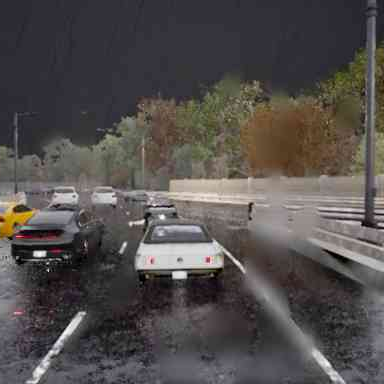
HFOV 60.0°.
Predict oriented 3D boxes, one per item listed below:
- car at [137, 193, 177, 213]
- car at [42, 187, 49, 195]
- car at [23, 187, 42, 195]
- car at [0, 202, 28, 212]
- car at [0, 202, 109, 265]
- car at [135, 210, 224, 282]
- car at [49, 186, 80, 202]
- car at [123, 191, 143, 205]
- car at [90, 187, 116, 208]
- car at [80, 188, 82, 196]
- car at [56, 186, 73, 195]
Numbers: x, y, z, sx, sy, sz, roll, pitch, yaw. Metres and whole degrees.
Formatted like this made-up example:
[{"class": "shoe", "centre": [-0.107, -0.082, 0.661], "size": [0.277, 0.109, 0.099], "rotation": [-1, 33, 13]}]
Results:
[{"class": "car", "centre": [-2.028, 1.060, 20.309], "size": [2.128, 1.511, 4.902], "rotation": [0, 2, -10]}, {"class": "car", "centre": [-31.356, -0.151, 72.555], "size": [1.837, 1.490, 4.892], "rotation": [-1, 2, -44]}, {"class": "car", "centre": [-33.986, -0.005, 70.247], "size": [1.895, 1.301, 4.718], "rotation": [-1, 2, -44]}, {"class": "car", "centre": [-8.112, 1.174, 14.515], "size": [1.882, 1.535, 5.008], "rotation": [0, 1, -8]}, {"class": "car", "centre": [-4.099, 1.276, 10.848], "size": [1.837, 1.490, 4.892], "rotation": [0, 1, -6]}, {"class": "car", "centre": [-0.427, 1.406, 9.164], "size": [1.895, 1.301, 4.718], "rotation": [0, 1, -4]}, {"class": "car", "centre": [-12.508, 0.532, 33.038], "size": [2.150, 2.045, 5.566], "rotation": [0, 1, -18]}, {"class": "car", "centre": [-6.841, 0.661, 39.655], "size": [2.128, 1.511, 4.902], "rotation": [-1, 1, -28]}, {"class": "car", "centre": [-8.890, 0.528, 33.212], "size": [2.150, 2.045, 5.566], "rotation": [0, 1, -18]}, {"class": "car", "centre": [-25.450, -0.251, 70.960], "size": [2.150, 2.045, 5.566], "rotation": [-1, 2, -41]}, {"class": "car", "centre": [-28.726, -0.346, 74.862], "size": [2.097, 1.767, 4.553], "rotation": [-1, 2, -44]}]
